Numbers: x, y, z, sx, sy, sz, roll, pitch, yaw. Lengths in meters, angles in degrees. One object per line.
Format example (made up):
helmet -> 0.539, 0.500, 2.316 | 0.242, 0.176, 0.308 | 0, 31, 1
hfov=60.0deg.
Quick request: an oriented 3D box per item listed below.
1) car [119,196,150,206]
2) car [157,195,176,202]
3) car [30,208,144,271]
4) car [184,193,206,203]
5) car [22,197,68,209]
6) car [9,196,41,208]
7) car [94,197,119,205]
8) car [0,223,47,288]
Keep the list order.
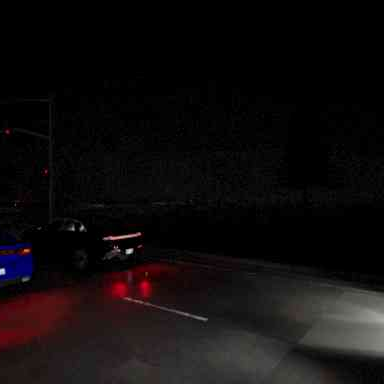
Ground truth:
car -> -9.033, 1.475, 54.667 | 2.128, 1.511, 4.902 | 0, 0, 35
car -> -5.502, 1.470, 71.791 | 1.837, 1.490, 4.892 | 0, 0, 35
car -> -3.764, 1.488, 10.962 | 4.902, 1.511, 2.128 | 0, 0, 36
car -> 0.628, 1.232, 68.350 | 2.150, 2.045, 5.566 | 0, 0, 36
car -> -18.108, 1.585, 41.636 | 1.895, 1.301, 4.718 | 0, 0, 35
car -> -23.100, 1.333, 46.708 | 2.097, 1.767, 4.553 | 0, 0, 35
car -> -14.603, 1.528, 58.907 | 2.033, 1.411, 5.357 | 0, 0, 35
car -> -5.899, 1.474, 8.186 | 5.008, 1.535, 1.882 | 0, 0, 36
